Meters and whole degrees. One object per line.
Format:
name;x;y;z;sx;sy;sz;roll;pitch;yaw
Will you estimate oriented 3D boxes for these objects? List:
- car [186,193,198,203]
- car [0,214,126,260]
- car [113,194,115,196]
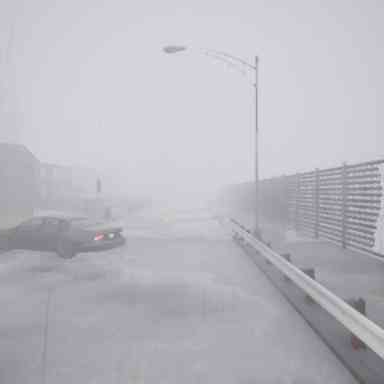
car;-0.040;1.184;67.794;2.150;2.045;5.566;0;0;0
car;-5.101;1.541;12.301;5.357;1.411;2.033;0;0;22
car;-17.317;1.098;67.758;3.633;1.501;1.845;0;0;0
